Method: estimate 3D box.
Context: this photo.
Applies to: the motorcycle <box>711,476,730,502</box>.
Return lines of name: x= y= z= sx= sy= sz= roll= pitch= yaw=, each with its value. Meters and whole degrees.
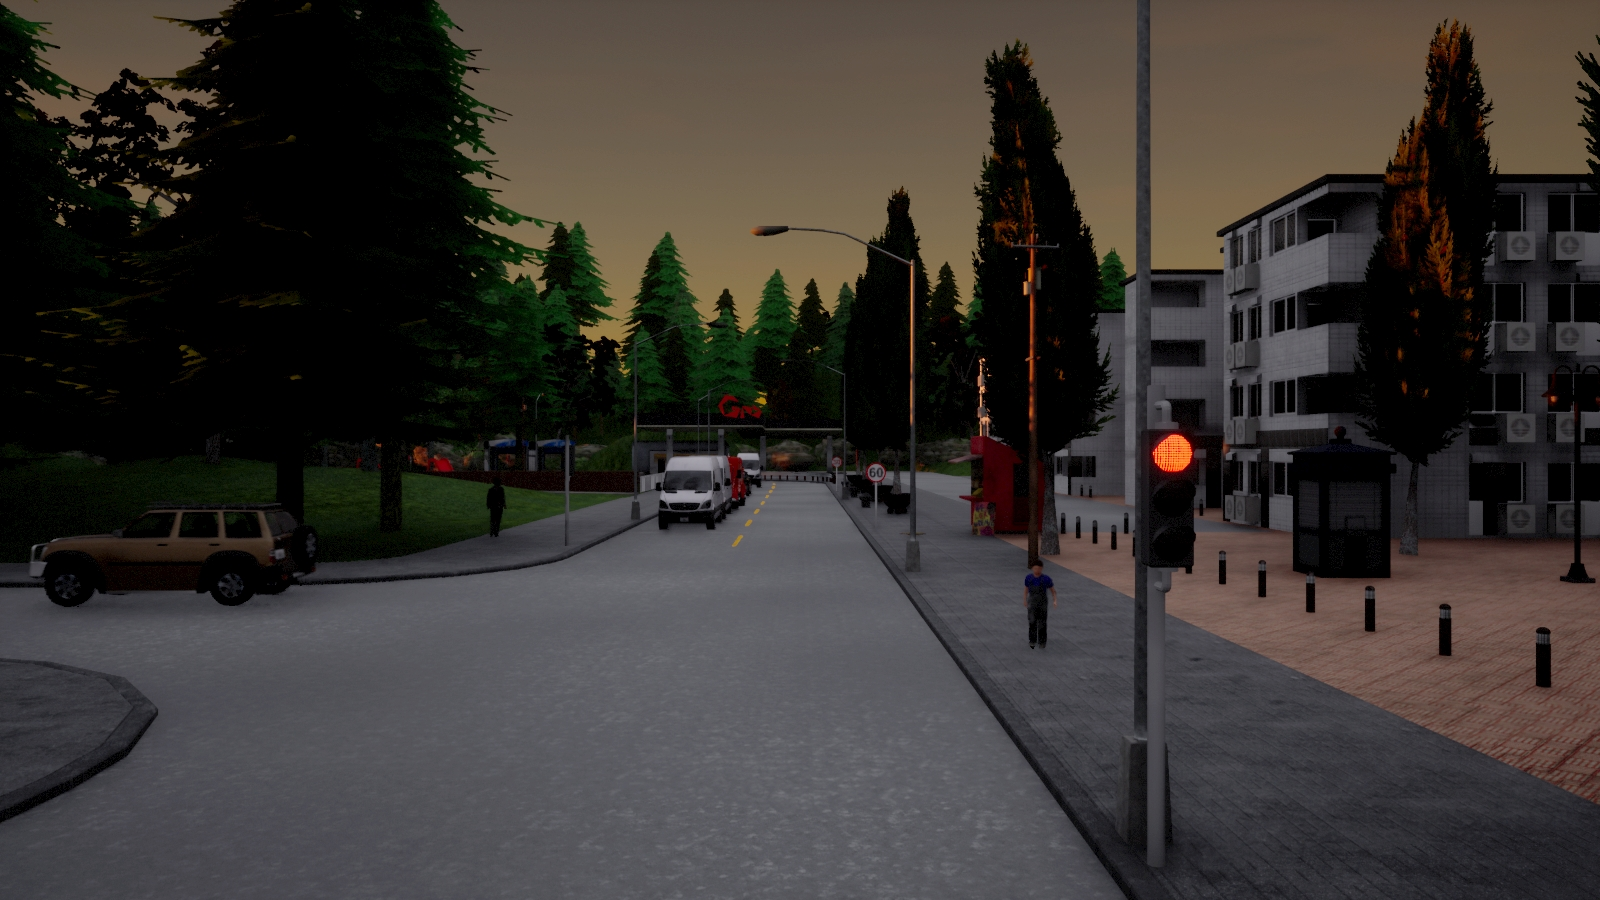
motorcycle: x=-3.975 y=1.953 z=57.177 sx=0.856 sy=1.236 sz=1.805 roll=0 pitch=0 yaw=0

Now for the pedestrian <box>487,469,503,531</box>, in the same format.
pedestrian: x=-9.297 y=1.520 z=34.841 sx=0.375 sy=1.860 sz=0.375 roll=0 pitch=0 yaw=0

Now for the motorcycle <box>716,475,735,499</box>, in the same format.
motorcycle: x=-3.988 y=1.975 z=61.268 sx=0.867 sy=1.251 sz=2.209 roll=0 pitch=0 yaw=0

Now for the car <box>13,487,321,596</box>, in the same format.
car: x=-11.562 y=1.640 z=21.135 sx=4.605 sy=1.855 sz=1.932 roll=0 pitch=0 yaw=-2

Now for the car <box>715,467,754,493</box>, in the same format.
car: x=-3.975 y=1.816 z=70.543 sx=2.128 sy=1.511 sz=4.902 roll=0 pitch=0 yaw=0

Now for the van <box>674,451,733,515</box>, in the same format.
van: x=-4.007 y=1.306 z=48.327 sx=1.988 sy=2.561 sz=5.915 roll=0 pitch=0 yaw=0

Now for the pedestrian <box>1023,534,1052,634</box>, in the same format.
pedestrian: x=3.214 y=1.802 z=15.442 sx=0.375 sy=1.300 sz=0.375 roll=0 pitch=0 yaw=14

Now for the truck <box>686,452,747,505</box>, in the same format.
truck: x=-3.995 y=1.339 z=55.631 sx=2.627 sy=2.467 sz=5.204 roll=0 pitch=0 yaw=0

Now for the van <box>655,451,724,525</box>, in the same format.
van: x=-4.013 y=1.307 z=42.390 sx=1.988 sy=2.561 sz=5.915 roll=0 pitch=0 yaw=0
